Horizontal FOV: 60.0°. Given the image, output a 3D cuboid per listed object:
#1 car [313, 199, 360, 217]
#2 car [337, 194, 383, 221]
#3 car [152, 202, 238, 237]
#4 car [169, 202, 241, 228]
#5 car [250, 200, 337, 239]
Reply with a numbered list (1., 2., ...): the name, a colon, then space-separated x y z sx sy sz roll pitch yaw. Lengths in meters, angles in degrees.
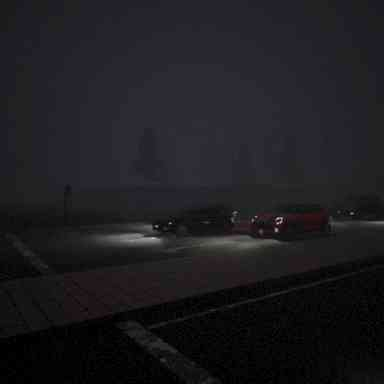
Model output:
1. car: 14.062 1.506 32.276 4.892 1.490 1.837 0 0 -35
2. car: 13.895 1.224 27.856 5.566 2.045 2.150 0 0 -35
3. car: 0.188 1.506 18.193 4.892 1.490 1.837 0 0 -35
4. car: 0.979 1.506 23.040 4.892 1.490 1.837 1 0 -35
5. car: 5.193 1.352 17.434 4.553 1.767 2.097 0 0 -35
